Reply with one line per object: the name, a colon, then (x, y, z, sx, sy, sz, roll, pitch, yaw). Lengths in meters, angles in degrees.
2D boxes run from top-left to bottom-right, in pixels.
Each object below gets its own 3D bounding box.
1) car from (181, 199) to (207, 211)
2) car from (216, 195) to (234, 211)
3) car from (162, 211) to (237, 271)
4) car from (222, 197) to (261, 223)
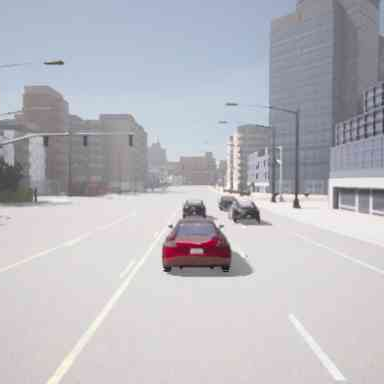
car: (0.179, 1.287, 26.747, 2.128, 1.511, 4.902, 0, 1, 0)
car: (3.708, 1.100, 34.963, 1.837, 1.490, 4.892, 0, 2, 0)
car: (0.130, 1.534, 10.844, 1.994, 1.385, 4.181, 0, 0, 0)
car: (3.672, 1.344, 23.920, 2.128, 1.511, 4.902, 0, 1, 0)
